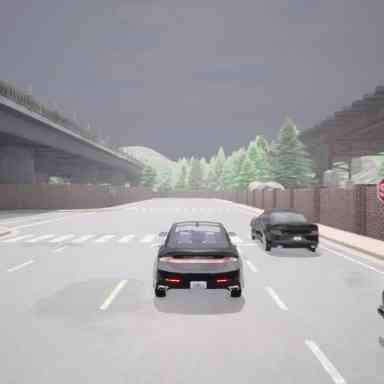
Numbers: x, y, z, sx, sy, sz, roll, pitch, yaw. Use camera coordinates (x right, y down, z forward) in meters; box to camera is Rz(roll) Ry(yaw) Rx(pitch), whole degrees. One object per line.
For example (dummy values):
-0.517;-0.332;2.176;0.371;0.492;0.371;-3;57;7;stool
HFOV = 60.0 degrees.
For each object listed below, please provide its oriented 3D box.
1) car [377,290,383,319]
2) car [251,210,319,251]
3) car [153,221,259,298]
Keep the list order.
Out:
3.595;1.601;2.673;1.895;1.301;4.718;0;0;0;car
3.710;1.478;14.057;1.882;1.535;5.008;0;0;1;car
0.144;1.492;8.526;2.128;1.511;4.902;0;0;1;car
